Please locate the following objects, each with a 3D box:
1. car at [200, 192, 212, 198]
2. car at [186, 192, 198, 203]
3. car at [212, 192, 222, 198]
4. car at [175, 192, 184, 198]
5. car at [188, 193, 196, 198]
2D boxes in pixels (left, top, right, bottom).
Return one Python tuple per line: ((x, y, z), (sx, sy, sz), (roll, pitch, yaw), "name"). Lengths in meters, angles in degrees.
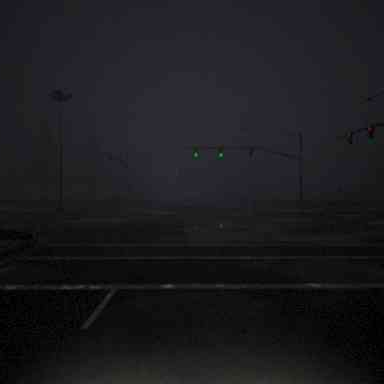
((3.527, 0.936, 90.400), (2.033, 1.411, 5.357), (0, 0, 0), "car")
((0.018, 1.133, 59.793), (1.812, 1.442, 4.674), (0, 0, 0), "car")
((7.028, 0.950, 90.815), (1.994, 1.385, 4.181), (0, 0, 0), "car")
((-3.472, 0.921, 90.818), (1.812, 1.442, 4.674), (0, 0, 0), "car")
((0.027, 0.936, 90.401), (2.033, 1.411, 5.357), (0, 0, 0), "car")
